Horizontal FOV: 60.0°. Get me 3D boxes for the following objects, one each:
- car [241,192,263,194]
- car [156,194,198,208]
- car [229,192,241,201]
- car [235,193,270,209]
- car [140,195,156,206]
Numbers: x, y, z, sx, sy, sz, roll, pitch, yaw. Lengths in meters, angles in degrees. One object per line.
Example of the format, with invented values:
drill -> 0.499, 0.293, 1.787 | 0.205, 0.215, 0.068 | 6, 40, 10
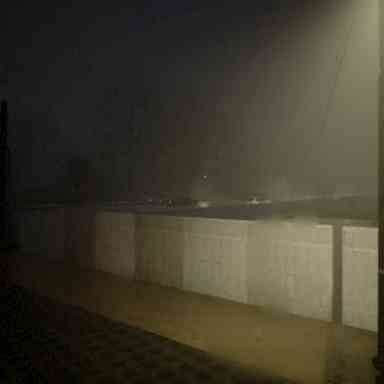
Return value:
car -> 10.138, 0.808, 51.251 | 1.837, 1.490, 4.892 | 3, 3, 41
car -> -1.484, 1.105, 38.022 | 1.895, 1.301, 4.718 | 3, 3, 41
car -> 7.684, 0.727, 53.381 | 1.994, 1.385, 4.181 | 3, 3, 41
car -> 7.271, 1.259, 38.050 | 1.812, 1.442, 4.674 | 3, 3, 41
car -> -3.941, 0.959, 40.145 | 1.895, 1.301, 4.718 | 3, 3, 41
